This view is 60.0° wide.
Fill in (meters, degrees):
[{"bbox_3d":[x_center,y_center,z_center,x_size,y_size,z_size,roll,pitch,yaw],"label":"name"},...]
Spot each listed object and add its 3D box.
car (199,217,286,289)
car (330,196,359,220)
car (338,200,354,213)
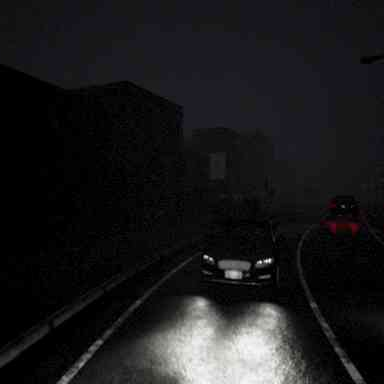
[{"bbox_3d":[1.593,1.525,9.521,2.128,1.511,4.902,0,0,17],"label":"car"},{"bbox_3d":[13.942,1.393,30.396,2.150,2.045,5.566,0,-1,27],"label":"car"},{"bbox_3d":[19.607,1.776,42.228,1.812,1.442,4.674,0,0,26],"label":"car"}]
